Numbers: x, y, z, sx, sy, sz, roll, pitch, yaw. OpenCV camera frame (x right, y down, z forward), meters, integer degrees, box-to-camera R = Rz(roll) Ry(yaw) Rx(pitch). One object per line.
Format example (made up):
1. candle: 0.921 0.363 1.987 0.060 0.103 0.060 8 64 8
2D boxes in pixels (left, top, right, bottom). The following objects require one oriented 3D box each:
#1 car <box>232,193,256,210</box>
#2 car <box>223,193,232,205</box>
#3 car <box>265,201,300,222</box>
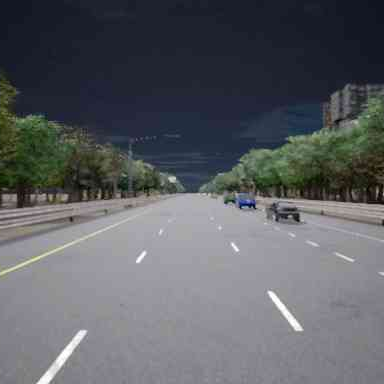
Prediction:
1. car: 7.028 1.266 43.913 2.150 2.045 5.566 0 0 0
2. car: 7.089 1.271 62.303 2.150 2.045 5.566 0 0 0
3. car: 7.001 1.512 26.072 1.837 1.490 4.892 0 0 0
